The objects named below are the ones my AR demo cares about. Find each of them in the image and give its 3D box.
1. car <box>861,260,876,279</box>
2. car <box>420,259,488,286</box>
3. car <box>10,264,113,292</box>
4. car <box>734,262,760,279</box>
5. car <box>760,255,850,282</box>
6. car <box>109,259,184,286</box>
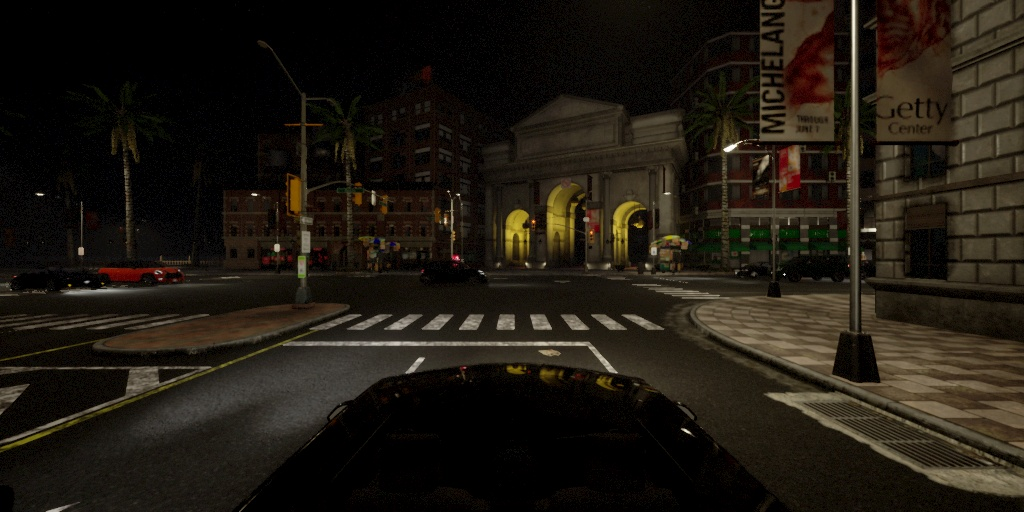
[{"bbox_3d":[31.291,1.102,31.558,4.553,1.767,2.097,0,0,2],"label":"car"},{"bbox_3d":[-3.917,1.102,24.713,4.553,1.767,2.097,0,0,0],"label":"car"},{"bbox_3d":[-26.312,1.314,20.842,4.181,1.385,1.994,0,0,9],"label":"car"},{"bbox_3d":[22.314,1.241,31.724,4.902,1.511,2.128,0,0,0],"label":"car"},{"bbox_3d":[23.289,0.971,28.228,5.566,2.045,2.150,0,0,0],"label":"car"},{"bbox_3d":[-25.591,1.100,24.852,4.553,1.767,2.097,0,0,0],"label":"car"}]
